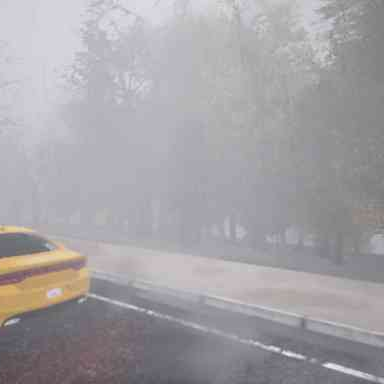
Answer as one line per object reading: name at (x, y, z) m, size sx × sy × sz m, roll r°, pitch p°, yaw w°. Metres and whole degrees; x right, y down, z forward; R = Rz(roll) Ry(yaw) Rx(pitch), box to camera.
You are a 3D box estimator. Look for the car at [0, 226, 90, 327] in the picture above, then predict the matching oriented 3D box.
car at (-4.171, 1.413, 6.643) m, size 5.008 × 1.535 × 1.882 m, roll 1°, pitch 0°, yaw 35°
